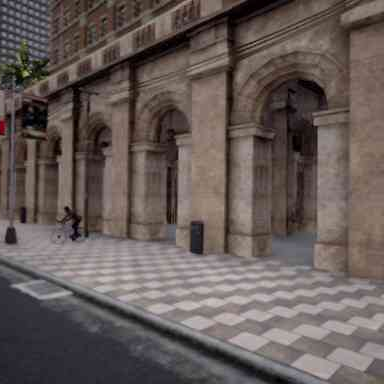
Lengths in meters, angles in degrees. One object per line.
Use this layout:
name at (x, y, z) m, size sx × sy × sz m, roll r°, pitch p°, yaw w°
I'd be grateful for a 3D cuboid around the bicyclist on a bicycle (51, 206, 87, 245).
bicyclist on a bicycle at (-5.287, 1.440, 14.423) m, size 0.582 × 1.620 × 1.656 m, roll 0°, pitch -1°, yaw 43°
